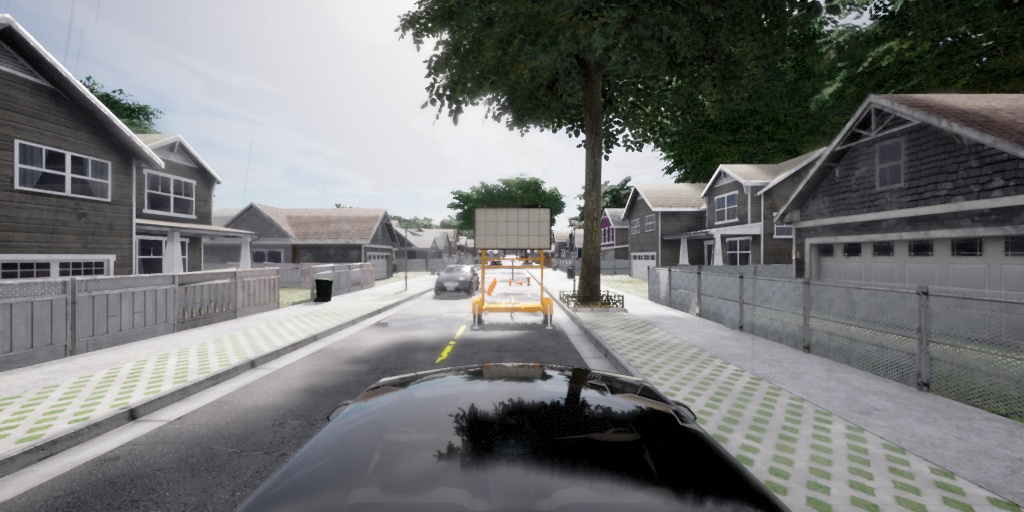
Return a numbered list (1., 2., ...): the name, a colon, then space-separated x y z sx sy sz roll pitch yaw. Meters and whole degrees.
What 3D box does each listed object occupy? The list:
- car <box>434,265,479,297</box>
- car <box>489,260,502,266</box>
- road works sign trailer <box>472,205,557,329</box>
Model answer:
1. car: -2.820 1.234 18.995 2.128 1.511 4.902 0 0 0
2. car: -2.715 1.245 60.876 1.994 1.385 4.181 0 0 0
3. road works sign trailer: 0.023 0.212 11.244 2.380 3.560 2.880 0 0 0
